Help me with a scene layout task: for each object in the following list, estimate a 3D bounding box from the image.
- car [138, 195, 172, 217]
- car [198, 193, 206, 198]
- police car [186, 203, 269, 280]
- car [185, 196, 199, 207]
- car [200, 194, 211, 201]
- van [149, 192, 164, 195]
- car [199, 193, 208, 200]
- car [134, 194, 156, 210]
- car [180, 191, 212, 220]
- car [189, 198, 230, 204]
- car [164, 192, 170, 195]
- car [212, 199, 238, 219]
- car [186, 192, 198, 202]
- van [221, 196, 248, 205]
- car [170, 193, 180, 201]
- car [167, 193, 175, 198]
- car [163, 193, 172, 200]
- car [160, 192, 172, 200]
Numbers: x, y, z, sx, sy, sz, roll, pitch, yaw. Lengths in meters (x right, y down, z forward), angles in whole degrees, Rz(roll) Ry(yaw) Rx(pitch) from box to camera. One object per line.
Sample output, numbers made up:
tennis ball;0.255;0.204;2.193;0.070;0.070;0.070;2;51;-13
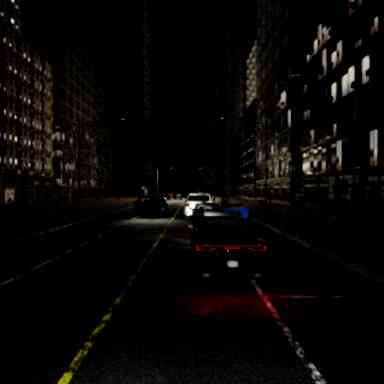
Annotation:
car;-3.108;1.287;28.880;1.882;1.535;5.008;0;0;0
car;2.659;0.958;90.073;1.887;1.381;4.507;0;0;0
police car;0.897;1.359;9.901;1.930;1.638;5.238;0;0;0
car;-0.004;1.256;46.904;1.994;1.385;4.181;0;0;0
car;2.667;1.110;67.402;2.008;1.369;4.403;0;0;0
van;-5.708;1.011;50.395;1.690;1.788;3.998;0;0;0
car;2.663;1.031;78.737;1.887;1.381;4.507;0;0;0
car;-5.704;1.270;38.890;1.752;1.417;4.829;0;0;0
car;0.652;1.052;25.898;2.150;2.045;5.566;0;0;4
car;0.894;1.346;19.791;1.882;1.535;5.008;0;0;0
car;-5.711;1.147;61.732;2.008;1.369;4.403;0;0;0
car;2.680;1.341;27.896;1.752;1.417;4.829;0;0;0
car;-0.020;0.952;61.116;2.097;1.767;4.553;0;0;0
van;2.681;1.195;22.057;1.690;1.788;3.998;0;0;0
car;-3.022;1.055;70.874;2.128;1.511;4.902;0;0;0
car;-5.721;0.959;90.072;1.887;1.381;4.507;0;0;0
car;-5.717;1.014;78.565;1.752;1.417;4.829;0;0;0
car;-5.716;0.839;73.066;2.192;1.841;5.009;0;0;0
